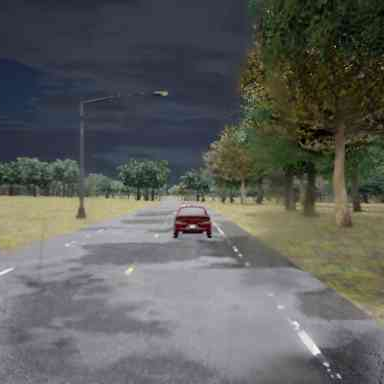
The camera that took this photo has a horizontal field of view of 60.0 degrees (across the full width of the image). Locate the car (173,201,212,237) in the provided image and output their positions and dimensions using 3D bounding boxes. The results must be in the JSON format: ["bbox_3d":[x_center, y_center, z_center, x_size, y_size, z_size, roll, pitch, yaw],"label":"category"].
[{"bbox_3d":[0.010,1.491,18.232,1.882,1.535,5.008,0,0,0],"label":"car"}]

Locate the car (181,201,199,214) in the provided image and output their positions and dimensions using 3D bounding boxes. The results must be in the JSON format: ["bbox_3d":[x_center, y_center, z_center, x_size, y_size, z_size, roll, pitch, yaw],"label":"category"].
[{"bbox_3d":[-0.247,1.698,37.247,1.895,1.301,4.718,0,0,-1],"label":"car"}]
